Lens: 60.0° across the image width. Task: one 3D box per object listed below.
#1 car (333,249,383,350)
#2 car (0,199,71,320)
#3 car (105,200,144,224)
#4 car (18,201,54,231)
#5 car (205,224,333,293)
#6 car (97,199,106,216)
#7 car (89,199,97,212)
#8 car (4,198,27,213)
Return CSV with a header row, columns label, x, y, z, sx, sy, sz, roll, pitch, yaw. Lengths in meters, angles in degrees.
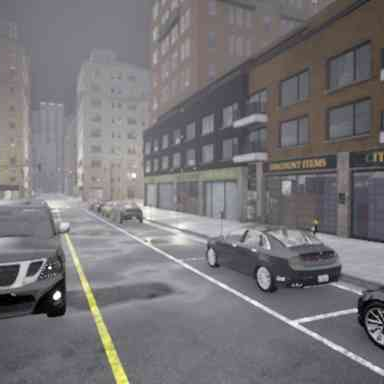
label,x,y,z,sx,sy,sz,roll,pitch,yaw
car,4.024,1.553,3.677,1.947,1.339,4.313,-1,0,-23
car,-3.985,1.207,7.245,2.150,2.045,5.566,0,0,-23
car,-4.748,1.490,24.227,2.008,1.369,4.403,-1,0,-23
car,-9.882,1.429,21.314,1.882,1.535,5.008,0,0,-23
car,1.831,1.526,8.815,2.008,1.369,4.403,-1,0,-23
car,-7.008,1.450,29.520,1.752,1.417,4.829,-1,0,-23
car,-9.134,1.477,34.502,1.947,1.339,4.313,-1,0,-23
car,-19.185,1.457,36.281,1.887,1.381,4.507,-1,0,-23
